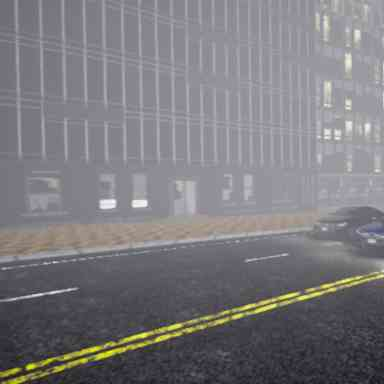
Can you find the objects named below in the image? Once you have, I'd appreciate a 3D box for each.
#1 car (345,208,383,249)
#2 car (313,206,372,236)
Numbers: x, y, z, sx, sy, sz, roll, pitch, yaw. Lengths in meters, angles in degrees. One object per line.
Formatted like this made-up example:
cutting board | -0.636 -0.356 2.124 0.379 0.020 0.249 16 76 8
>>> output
car | 8.316 1.457 12.946 4.674 1.442 1.812 0 0 -32
car | 8.141 1.440 16.657 4.674 1.442 1.812 0 0 -31
